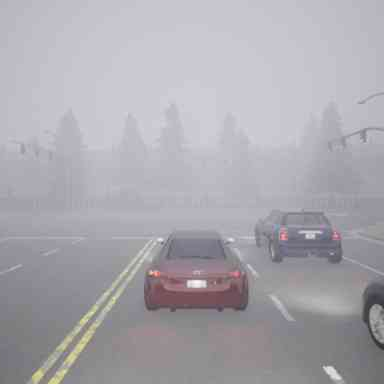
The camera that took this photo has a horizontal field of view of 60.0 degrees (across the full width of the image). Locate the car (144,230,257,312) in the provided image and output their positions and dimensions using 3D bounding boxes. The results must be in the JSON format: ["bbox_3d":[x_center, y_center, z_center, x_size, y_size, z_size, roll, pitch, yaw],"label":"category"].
[{"bbox_3d":[0.081,1.569,7.789,1.994,1.385,4.181,0,0,0],"label":"car"}]

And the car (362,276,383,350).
[{"bbox_3d":[3.592,1.507,3.316,1.837,1.490,4.892,0,0,0],"label":"car"}]

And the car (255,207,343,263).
[{"bbox_3d":[3.636,1.360,12.159,2.097,1.767,4.553,0,0,2],"label":"car"}]
